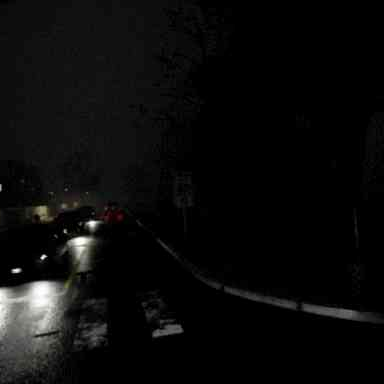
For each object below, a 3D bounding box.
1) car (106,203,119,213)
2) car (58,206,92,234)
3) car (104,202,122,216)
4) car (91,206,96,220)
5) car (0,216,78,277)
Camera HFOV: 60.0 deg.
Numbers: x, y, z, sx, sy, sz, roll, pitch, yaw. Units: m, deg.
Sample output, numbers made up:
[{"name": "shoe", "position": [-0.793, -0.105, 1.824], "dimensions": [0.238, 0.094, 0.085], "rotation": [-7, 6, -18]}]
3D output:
[{"name": "car", "position": [-12.609, 2.447, 52.921], "dimensions": [1.895, 1.301, 4.718], "rotation": [-4, 0, -14]}, {"name": "car", "position": [-8.140, 2.001, 22.430], "dimensions": [1.882, 1.535, 5.008], "rotation": [-4, 0, -14]}, {"name": "car", "position": [-10.253, 2.029, 43.142], "dimensions": [2.097, 1.767, 4.553], "rotation": [-4, 0, -14]}, {"name": "car", "position": [-11.300, 2.225, 35.504], "dimensions": [1.882, 1.535, 5.008], "rotation": [-4, 0, -13]}, {"name": "car", "position": [-5.615, 1.892, 12.025], "dimensions": [2.033, 1.411, 5.357], "rotation": [-4, 0, -14]}]
